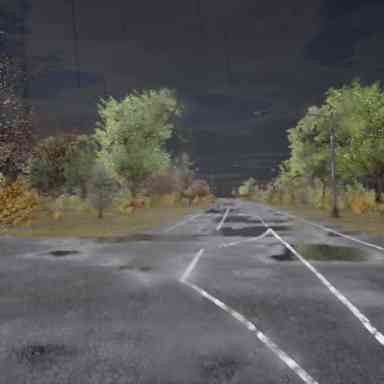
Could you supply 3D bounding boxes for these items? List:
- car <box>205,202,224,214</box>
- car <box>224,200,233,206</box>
[{"bbox_3d":[2.843,2.230,44.653,1.994,1.385,4.181,-2,-1,7],"label":"car"},{"bbox_3d":[8.459,2.567,78.079,1.837,1.490,4.892,-2,-1,14],"label":"car"}]
